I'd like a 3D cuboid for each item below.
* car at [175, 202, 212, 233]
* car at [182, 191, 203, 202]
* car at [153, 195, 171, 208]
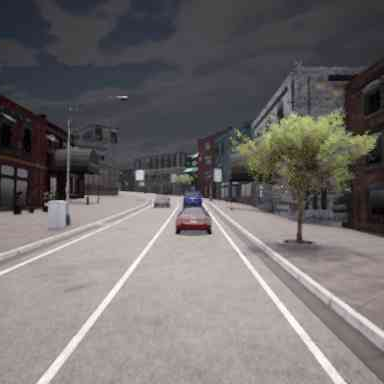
[{"bbox_3d":[0.089,1.489,19.304,1.994,1.385,4.181,0,1,0],"label":"car"},{"bbox_3d":[0.067,0.890,37.981,2.150,2.045,5.566,0,1,0],"label":"car"},{"bbox_3d":[-3.551,1.130,40.286,1.837,1.490,4.892,0,1,0],"label":"car"}]
